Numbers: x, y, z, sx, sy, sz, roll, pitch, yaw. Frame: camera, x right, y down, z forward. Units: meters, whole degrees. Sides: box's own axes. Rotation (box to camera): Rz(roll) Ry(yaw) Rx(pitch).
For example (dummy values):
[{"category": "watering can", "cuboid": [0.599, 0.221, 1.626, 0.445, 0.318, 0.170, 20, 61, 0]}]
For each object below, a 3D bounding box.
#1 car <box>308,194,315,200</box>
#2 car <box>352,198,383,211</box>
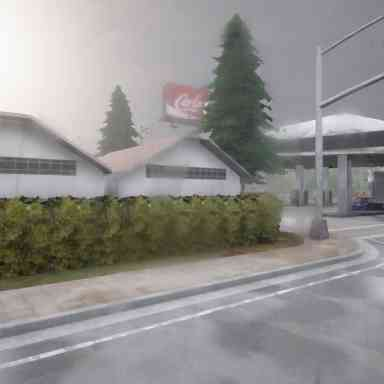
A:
[{"category": "car", "cuboid": [31.815, 1.330, 88.879, 2.152, 1.636, 5.027, 0, 0, -36]}, {"category": "car", "cuboid": [20.814, 1.480, 39.371, 4.611, 1.667, 2.242, 0, 0, -36]}]
